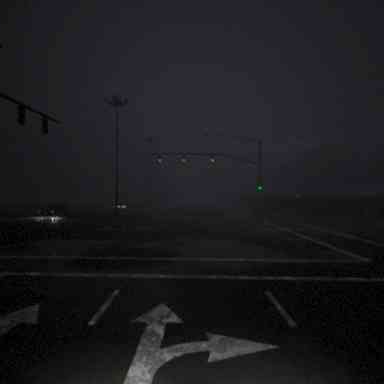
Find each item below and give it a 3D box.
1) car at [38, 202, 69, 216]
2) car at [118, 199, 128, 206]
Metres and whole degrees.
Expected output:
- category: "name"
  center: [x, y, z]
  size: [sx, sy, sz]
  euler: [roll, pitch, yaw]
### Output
- category: "car"
  center: [-15.004, 1.888, 36.408]
  size: [1.837, 1.490, 4.892]
  euler: [0, 1, 0]
- category: "car"
  center: [-14.964, 2.209, 70.925]
  size: [1.895, 1.301, 4.718]
  euler: [0, 0, 0]
